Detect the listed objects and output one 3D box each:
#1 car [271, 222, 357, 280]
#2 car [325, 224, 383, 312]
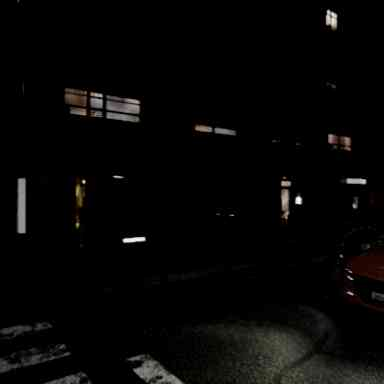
[{"bbox_3d":[4.126,1.584,9.514,4.403,1.369,2.008,0,0,-36],"label":"car"},{"bbox_3d":[5.202,1.509,7.096,5.008,1.535,1.882,0,0,-36],"label":"car"}]
